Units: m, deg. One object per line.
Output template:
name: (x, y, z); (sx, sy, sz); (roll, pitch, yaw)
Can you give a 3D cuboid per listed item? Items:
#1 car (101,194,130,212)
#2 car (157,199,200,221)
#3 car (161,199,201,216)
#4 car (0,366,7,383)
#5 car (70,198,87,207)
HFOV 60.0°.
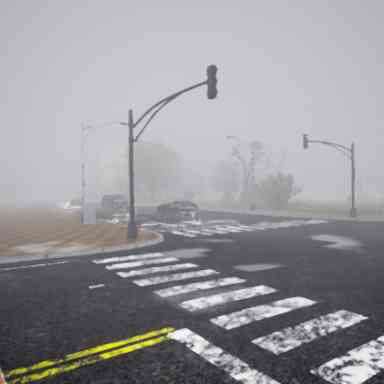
car: (-9.166, 1.291, 40.004); (2.150, 2.045, 5.566); (-1, 0, -33)
car: (-1.240, 1.546, 27.795); (2.128, 1.511, 4.902); (-1, 0, -33)
car: (-1.213, 1.514, 34.094); (1.837, 1.490, 4.892); (-1, 0, -33)
car: (-3.132, 1.352, 1.213); (4.553, 1.767, 2.097); (0, 0, -36)
car: (-18.699, 1.648, 54.856); (1.994, 1.385, 4.181); (-1, 0, -32)
